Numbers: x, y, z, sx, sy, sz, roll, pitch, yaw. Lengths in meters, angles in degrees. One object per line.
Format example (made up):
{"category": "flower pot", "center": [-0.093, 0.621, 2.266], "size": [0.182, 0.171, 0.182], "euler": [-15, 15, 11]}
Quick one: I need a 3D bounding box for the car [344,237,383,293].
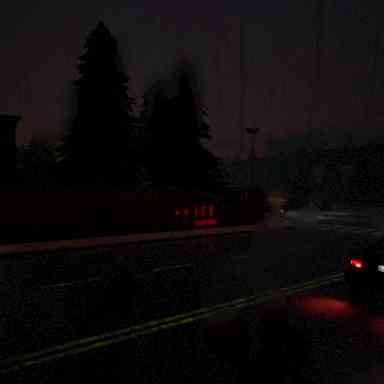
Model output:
{"category": "car", "center": [5.798, 1.547, 7.918], "size": [5.357, 1.411, 2.033], "euler": [0, 0, -35]}

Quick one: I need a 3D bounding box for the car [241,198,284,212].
{"category": "car", "center": [8.267, 1.478, 39.447], "size": [1.882, 1.535, 5.008], "euler": [0, 0, -35]}

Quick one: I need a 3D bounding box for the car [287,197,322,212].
{"category": "car", "center": [12.901, 1.352, 38.953], "size": [2.097, 1.767, 4.553], "euler": [0, 0, -35]}

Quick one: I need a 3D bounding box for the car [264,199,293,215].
{"category": "car", "center": [7.596, 1.601, 34.329], "size": [1.895, 1.301, 4.718], "euler": [0, 0, -35]}
